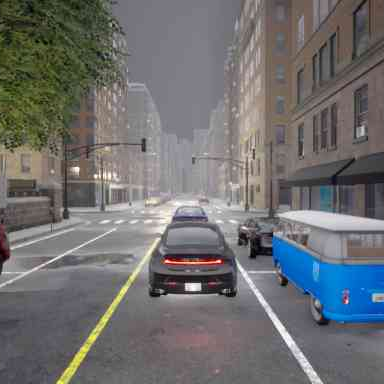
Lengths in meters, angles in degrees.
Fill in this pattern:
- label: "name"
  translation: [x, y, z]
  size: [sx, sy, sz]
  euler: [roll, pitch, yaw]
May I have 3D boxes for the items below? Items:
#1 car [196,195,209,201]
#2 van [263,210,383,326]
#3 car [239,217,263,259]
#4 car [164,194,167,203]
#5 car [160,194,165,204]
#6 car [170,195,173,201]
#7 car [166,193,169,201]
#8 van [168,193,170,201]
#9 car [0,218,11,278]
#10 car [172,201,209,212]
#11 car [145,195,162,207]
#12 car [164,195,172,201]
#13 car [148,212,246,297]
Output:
- label: "car"
  translation: [2.361, 1.409, 66.845]
  size: [1.967, 1.590, 4.097]
  euler: [0, 0, 0]
- label: "van"
  translation: [2.810, 1.340, 6.810]
  size: [1.690, 1.788, 3.998]
  euler: [0, 0, 0]
- label: "car"
  translation: [2.768, 1.563, 12.470]
  size: [1.947, 1.339, 4.313]
  euler: [0, 0, 0]
- label: "car"
  translation: [-6.122, 1.514, 61.295]
  size: [1.887, 1.381, 4.507]
  euler: [0, 0, 0]
- label: "car"
  translation: [-6.081, 1.521, 55.844]
  size: [2.008, 1.369, 4.403]
  euler: [0, 0, 0]
- label: "car"
  translation: [-6.244, 1.522, 77.647]
  size: [2.008, 1.369, 4.403]
  euler: [0, 0, 0]
- label: "car"
  translation: [-6.163, 1.514, 66.746]
  size: [1.887, 1.381, 4.507]
  euler: [0, 0, 0]
- label: "van"
  translation: [-6.204, 1.311, 72.196]
  size: [1.690, 1.788, 3.998]
  euler: [0, 0, 0]
- label: "car"
  translation: [-5.714, 1.314, 6.706]
  size: [2.192, 1.841, 5.009]
  euler: [0, 0, 0]
- label: "car"
  translation: [-0.097, 1.472, 18.048]
  size: [1.882, 1.535, 5.008]
  euler: [0, 0, 0]
- label: "car"
  translation: [-6.039, 1.497, 50.224]
  size: [1.752, 1.417, 4.829]
  euler: [0, 0, 0]
- label: "car"
  translation: [-6.325, 1.502, 88.378]
  size: [1.752, 1.417, 4.829]
  euler: [0, 0, 0]
- label: "car"
  translation: [0.011, 1.503, 8.553]
  size: [1.837, 1.490, 4.892]
  euler: [0, 0, 0]
